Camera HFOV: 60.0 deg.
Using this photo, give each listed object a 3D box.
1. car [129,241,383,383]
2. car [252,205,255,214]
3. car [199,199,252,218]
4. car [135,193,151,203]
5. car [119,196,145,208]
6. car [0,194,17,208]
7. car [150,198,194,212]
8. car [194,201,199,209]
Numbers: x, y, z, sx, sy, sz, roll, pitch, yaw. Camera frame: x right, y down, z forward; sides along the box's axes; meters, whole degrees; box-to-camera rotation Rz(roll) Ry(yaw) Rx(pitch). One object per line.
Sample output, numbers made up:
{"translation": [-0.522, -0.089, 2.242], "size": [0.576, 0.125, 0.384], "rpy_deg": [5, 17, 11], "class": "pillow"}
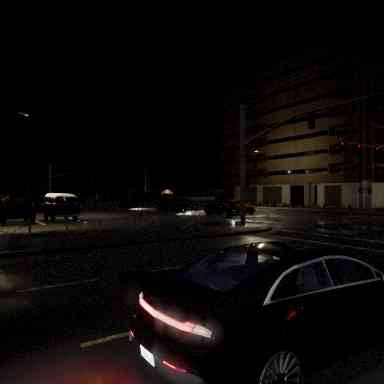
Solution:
{"translation": [1.539, 1.492, 4.841], "size": [4.902, 1.511, 2.128], "rpy_deg": [0, 0, -34], "class": "car"}
{"translation": [4.462, 1.533, 34.797], "size": [1.882, 1.535, 5.008], "rpy_deg": [0, 0, -34], "class": "car"}
{"translation": [2.985, 1.581, 30.750], "size": [1.812, 1.442, 4.674], "rpy_deg": [0, 0, -34], "class": "car"}
{"translation": [-10.497, 1.277, 69.458], "size": [2.150, 2.045, 5.566], "rpy_deg": [0, 0, -34], "class": "car"}
{"translation": [-9.092, 1.619, 48.469], "size": [1.994, 1.385, 4.181], "rpy_deg": [0, 0, -34], "class": "car"}
{"translation": [-31.485, 1.209, 56.509], "size": [1.932, 1.855, 4.605], "rpy_deg": [0, 0, -34], "class": "car"}
{"translation": [-2.419, 1.603, 38.669], "size": [2.033, 1.411, 5.357], "rpy_deg": [0, 0, -34], "class": "car"}
{"translation": [-0.951, 1.560, 42.733], "size": [1.837, 1.490, 4.892], "rpy_deg": [0, 0, -34], "class": "car"}
